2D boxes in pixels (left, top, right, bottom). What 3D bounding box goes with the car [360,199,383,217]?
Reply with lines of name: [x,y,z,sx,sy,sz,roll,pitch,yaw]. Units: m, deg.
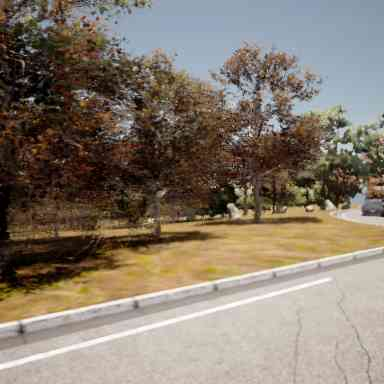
car: [16.870,1.457,30.928,1.837,1.490,4.892,-2,-1,30]
